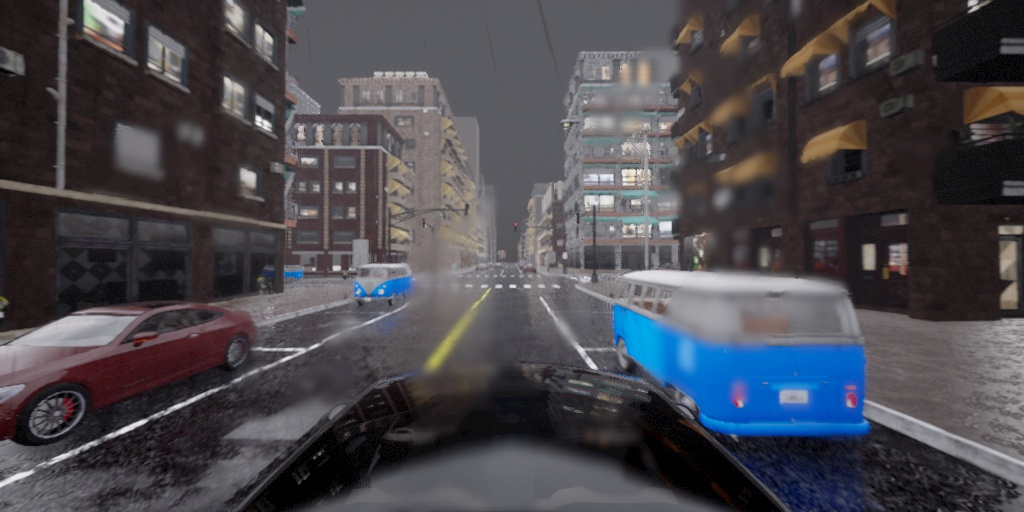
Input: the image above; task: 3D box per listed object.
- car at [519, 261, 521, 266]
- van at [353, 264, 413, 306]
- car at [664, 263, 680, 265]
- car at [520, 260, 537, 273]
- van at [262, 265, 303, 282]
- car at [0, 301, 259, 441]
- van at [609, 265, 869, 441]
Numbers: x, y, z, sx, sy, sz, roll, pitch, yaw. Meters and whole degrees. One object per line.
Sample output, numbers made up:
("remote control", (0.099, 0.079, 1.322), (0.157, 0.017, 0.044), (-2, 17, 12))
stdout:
("car", (2.668, 1.929, 59.955), (2.007, 1.370, 4.403), (0, 0, 0))
("van", (-5.809, 1.248, 16.525), (1.690, 1.789, 3.998), (0, 0, 0))
("car", (15.696, 1.382, 34.169), (4.718, 1.301, 1.895), (-1, -1, 0))
("car", (2.670, 1.758, 54.421), (1.967, 1.591, 4.097), (0, 0, 0))
("van", (-25.383, 1.905, 39.762), (3.998, 1.789, 1.690), (0, 0, 0))
("car", (-5.693, 1.370, 5.257), (1.802, 1.307, 4.207), (0, 0, 0))
("van", (2.688, 1.129, 5.256), (1.690, 1.789, 3.998), (0, 0, 0))
